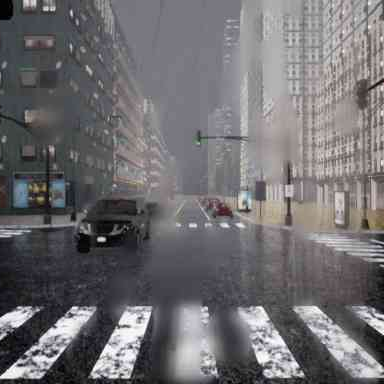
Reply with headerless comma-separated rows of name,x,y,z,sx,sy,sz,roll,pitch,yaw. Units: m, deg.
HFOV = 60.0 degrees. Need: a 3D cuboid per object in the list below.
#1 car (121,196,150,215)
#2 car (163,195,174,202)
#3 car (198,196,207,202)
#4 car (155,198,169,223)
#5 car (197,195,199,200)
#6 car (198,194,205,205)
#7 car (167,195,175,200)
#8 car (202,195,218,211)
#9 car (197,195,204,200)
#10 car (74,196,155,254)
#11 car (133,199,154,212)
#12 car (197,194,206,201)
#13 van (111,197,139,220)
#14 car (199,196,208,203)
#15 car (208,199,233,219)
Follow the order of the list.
car,-5.784,1.327,34.642,2.192,1.841,5.009,0,0,0
car,-5.917,1.491,78.862,1.967,1.590,4.097,0,0,0
car,2.462,1.633,78.886,1.802,1.307,4.206,0,0,0
car,-3.075,1.497,25.505,1.882,1.535,5.008,0,0,0
car,2.496,1.589,67.831,2.008,1.369,4.403,0,0,0
car,2.529,1.467,56.776,1.967,1.590,4.097,0,0,0
car,-5.968,1.638,95.445,1.947,1.339,4.313,0,0,0
car,2.579,1.455,40.194,1.967,1.590,4.097,0,0,0
car,2.413,1.654,95.469,1.802,1.307,4.206,0,0,0
car,-3.041,1.234,13.901,2.150,2.045,5.566,0,0,0
car,-5.803,1.560,40.170,1.887,1.381,4.507,0,0,0
car,2.448,1.372,84.414,2.192,1.841,5.009,0,0,0
van,-5.768,1.350,29.114,1.690,1.788,3.998,0,0,0
car,2.479,1.589,73.359,1.887,1.381,4.507,0,0,0
car,2.611,1.591,29.138,1.802,1.307,4.206,0,0,0
